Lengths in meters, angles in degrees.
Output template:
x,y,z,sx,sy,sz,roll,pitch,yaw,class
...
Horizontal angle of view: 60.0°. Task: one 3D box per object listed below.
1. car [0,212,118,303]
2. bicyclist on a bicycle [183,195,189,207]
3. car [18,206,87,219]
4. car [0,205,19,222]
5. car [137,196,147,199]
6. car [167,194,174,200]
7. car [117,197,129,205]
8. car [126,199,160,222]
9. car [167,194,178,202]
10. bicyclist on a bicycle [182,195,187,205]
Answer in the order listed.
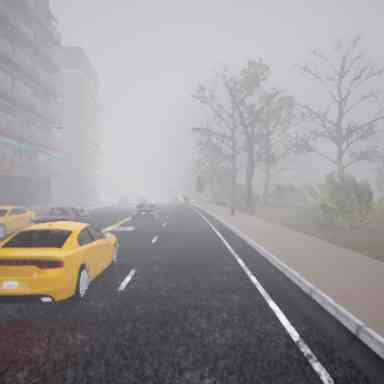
x,y,z,sx,sy,sz,roll,pitch,yaw,class
-3.198,1.484,8.309,1.882,1.535,5.008,0,0,0,car
-0.642,1.475,47.884,0.582,1.620,1.656,0,0,-4,bicyclist on a bicycle
-6.805,1.505,17.648,2.128,1.511,4.902,0,0,-1,car
-10.052,1.492,17.525,1.882,1.535,5.008,0,0,-1,car
-8.972,1.522,59.587,2.128,1.511,4.902,0,0,-4,car
-6.118,1.317,94.235,1.882,1.535,5.008,0,0,-8,car
-12.198,1.558,59.226,1.812,1.442,4.674,0,0,-4,car
-3.601,1.565,26.320,2.033,1.411,5.357,0,0,-2,car
-4.214,1.567,78.233,2.033,1.411,5.357,0,0,-6,car
-1.335,1.394,57.334,0.659,1.776,1.843,0,0,-5,bicyclist on a bicycle
